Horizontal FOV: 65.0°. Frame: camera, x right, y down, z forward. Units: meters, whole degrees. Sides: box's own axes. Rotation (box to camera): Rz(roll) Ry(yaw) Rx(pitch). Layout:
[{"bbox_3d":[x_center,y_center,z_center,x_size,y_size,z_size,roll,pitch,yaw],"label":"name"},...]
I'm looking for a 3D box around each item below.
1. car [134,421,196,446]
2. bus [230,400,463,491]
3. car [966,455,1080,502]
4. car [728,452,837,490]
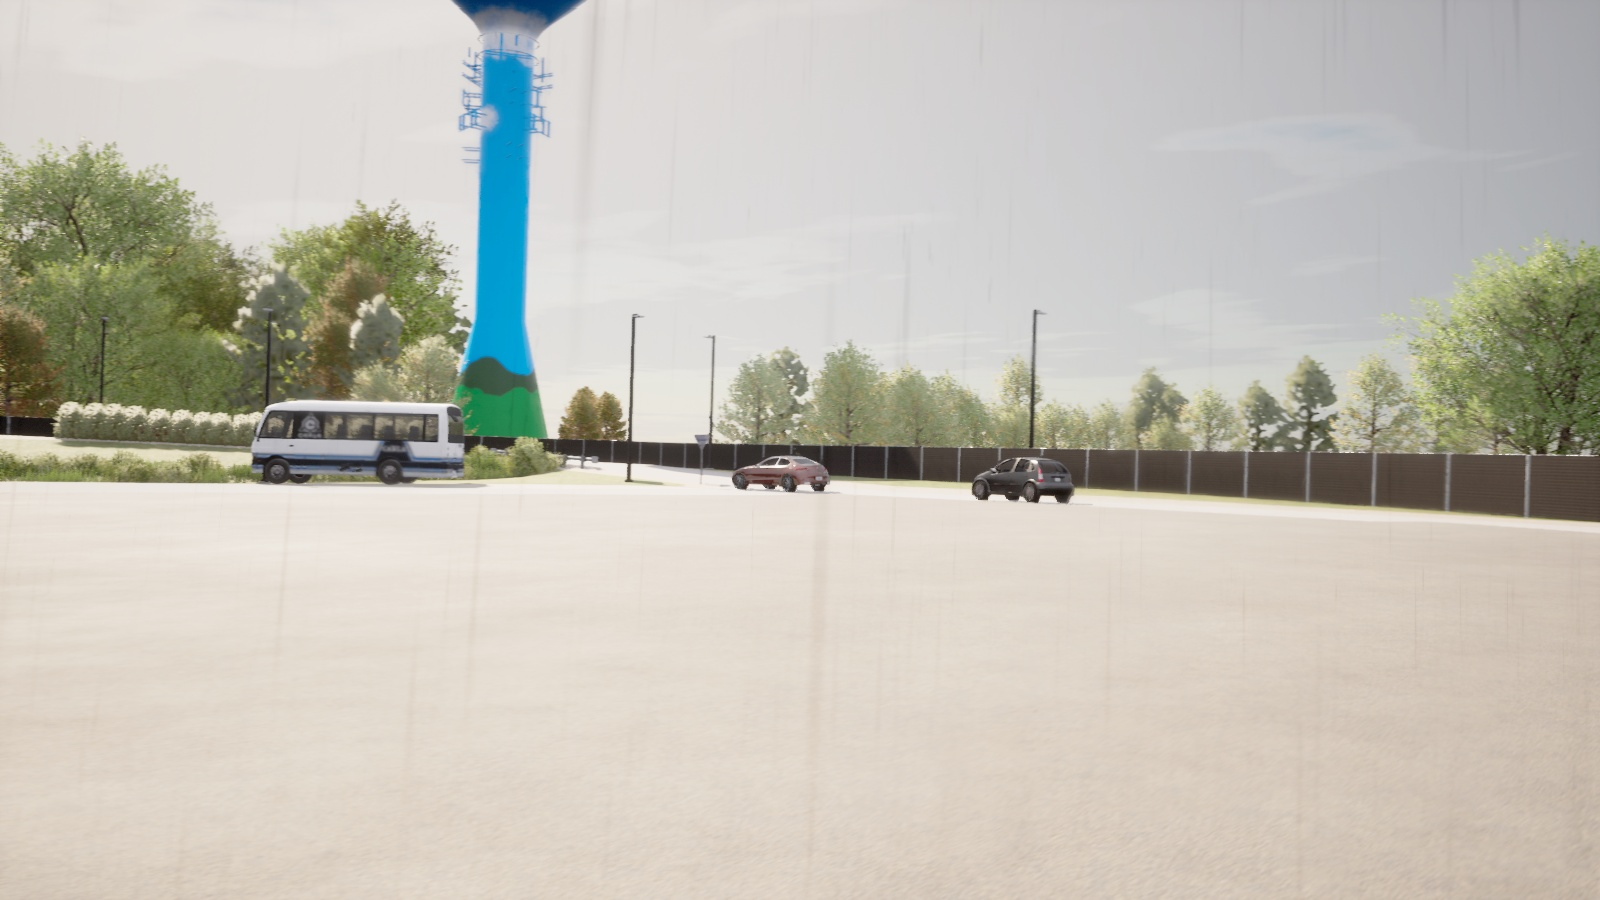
[{"bbox_3d":[-44.051,-1.110,87.107,3.705,1.549,1.789,3,-1,-29],"label":"car"},{"bbox_3d":[-22.802,-0.227,63.658,10.273,4.253,3.944,1,0,1],"label":"bus"},{"bbox_3d":[7.985,1.000,45.331,1.851,1.617,3.988,2,-1,-32],"label":"car"},{"bbox_3d":[-0.843,0.939,58.160,2.152,1.651,5.027,0,0,-44],"label":"car"}]
